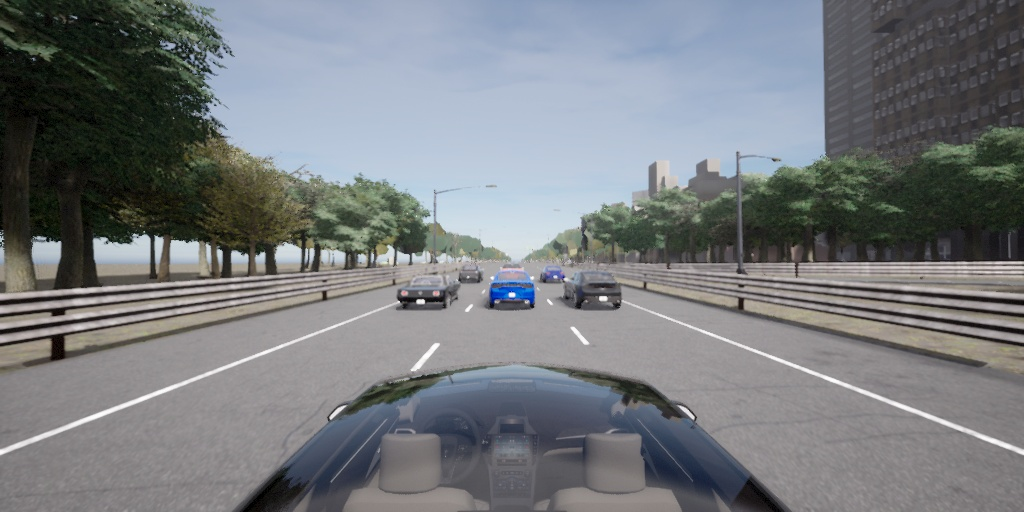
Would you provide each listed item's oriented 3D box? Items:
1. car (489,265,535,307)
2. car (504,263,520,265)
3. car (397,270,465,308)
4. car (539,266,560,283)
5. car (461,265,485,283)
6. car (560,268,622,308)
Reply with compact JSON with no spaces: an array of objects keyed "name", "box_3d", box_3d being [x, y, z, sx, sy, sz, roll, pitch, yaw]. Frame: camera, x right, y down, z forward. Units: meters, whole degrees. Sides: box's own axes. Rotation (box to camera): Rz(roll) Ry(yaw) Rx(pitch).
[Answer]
[{"name":"car","box_3d":[0.012,1.365,16.324,1.882,1.535,5.008,0,0,0]},{"name":"car","box_3d":[0.013,1.369,30.937,2.097,1.767,4.553,0,-1,0]},{"name":"car","box_3d":[-3.494,1.485,15.968,1.895,1.301,4.718,0,0,0]},{"name":"car","box_3d":[3.516,1.547,31.244,1.812,1.442,4.674,0,0,0]},{"name":"car","box_3d":[-3.485,1.513,31.151,2.128,1.511,4.902,0,0,0]},{"name":"car","box_3d":[3.509,1.394,16.162,1.837,1.490,4.892,0,0,0]}]
